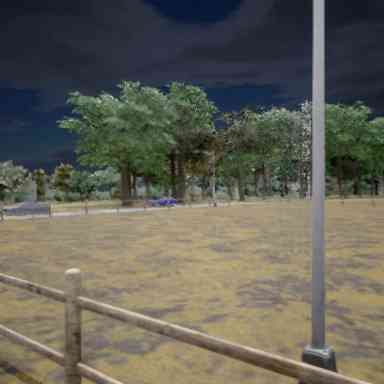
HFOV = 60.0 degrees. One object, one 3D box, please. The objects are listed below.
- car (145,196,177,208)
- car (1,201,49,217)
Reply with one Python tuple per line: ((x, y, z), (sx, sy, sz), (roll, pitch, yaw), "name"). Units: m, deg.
((-4.271, 1.367, 45.766), (1.882, 1.535, 5.008), (-2, -1, 45), "car")
((-15.777, 1.570, 31.709), (1.994, 1.385, 4.181), (-2, -1, 37), "car")
